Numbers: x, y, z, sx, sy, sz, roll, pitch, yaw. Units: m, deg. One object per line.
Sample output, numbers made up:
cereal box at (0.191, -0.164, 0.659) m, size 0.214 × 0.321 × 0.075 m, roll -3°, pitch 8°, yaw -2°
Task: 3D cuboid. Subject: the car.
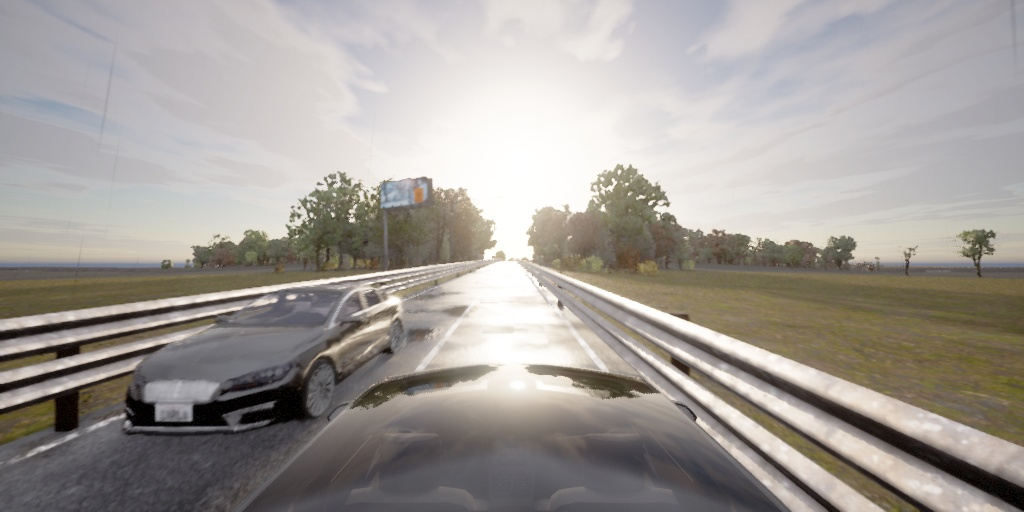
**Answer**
car at (-3.248, 1.242, 5.895) m, size 2.128 × 1.511 × 4.902 m, roll 0°, pitch 0°, yaw 0°
